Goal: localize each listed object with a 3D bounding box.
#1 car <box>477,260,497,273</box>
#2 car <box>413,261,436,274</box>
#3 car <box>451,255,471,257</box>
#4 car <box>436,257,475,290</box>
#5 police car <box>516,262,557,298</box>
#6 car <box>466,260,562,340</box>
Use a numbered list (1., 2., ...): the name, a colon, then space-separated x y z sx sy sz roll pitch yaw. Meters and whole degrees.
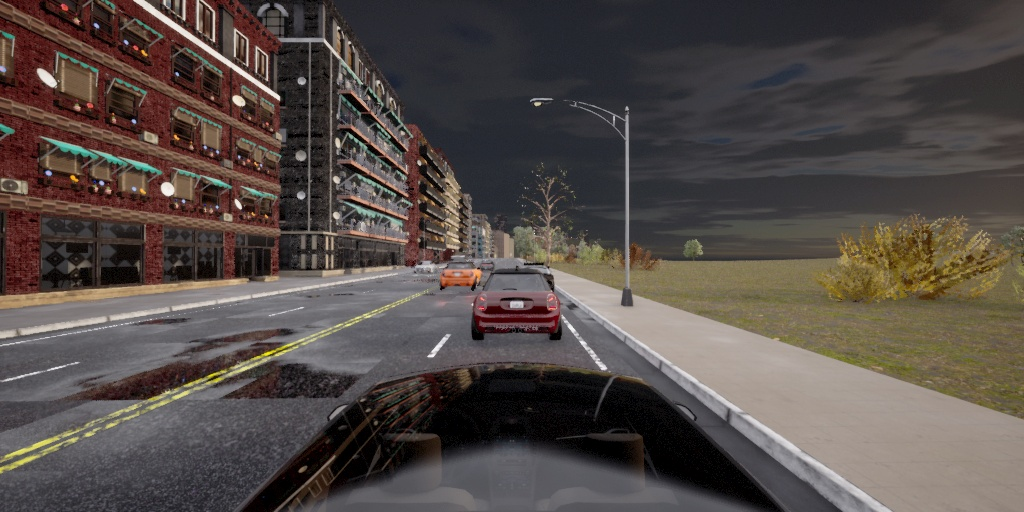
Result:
1. car: -3.049 1.239 44.355 2.128 1.511 4.902 0 0 0
2. car: -9.761 1.277 40.473 1.812 1.442 4.674 0 0 0
3. car: -6.505 0.973 43.341 2.150 2.045 5.566 0 0 0
4. car: -3.102 1.104 22.559 2.097 1.767 4.553 0 0 0
5. police car: 1.177 1.177 19.592 1.930 1.638 5.238 0 0 0
6. car: 0.114 1.103 10.096 2.097 1.767 4.553 0 0 0
